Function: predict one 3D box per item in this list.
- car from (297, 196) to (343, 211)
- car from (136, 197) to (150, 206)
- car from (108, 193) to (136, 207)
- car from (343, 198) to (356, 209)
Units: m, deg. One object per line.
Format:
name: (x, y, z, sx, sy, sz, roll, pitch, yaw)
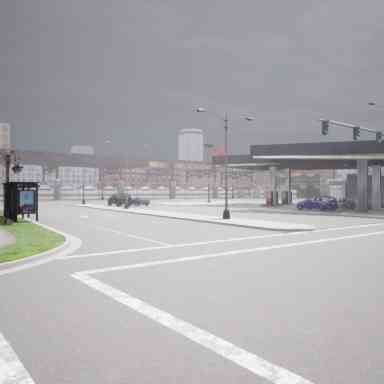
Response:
car: (14.323, 1.295, 38.331, 2.242, 1.667, 4.611, 0, 0, -35)
car: (-8.748, 1.547, 54.588, 2.033, 1.411, 5.357, 0, 0, -35)
car: (-11.367, 1.222, 52.222, 2.150, 2.045, 5.566, 0, 0, -35)
car: (18.597, 1.456, 42.246, 1.970, 1.475, 3.806, 0, 0, -35)
